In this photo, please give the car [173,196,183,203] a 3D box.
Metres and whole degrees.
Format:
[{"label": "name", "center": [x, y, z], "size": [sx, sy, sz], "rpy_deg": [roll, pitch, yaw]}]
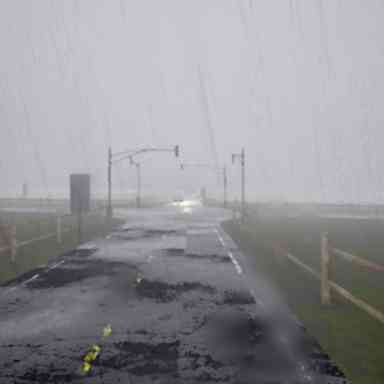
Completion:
[{"label": "car", "center": [-2.716, 1.505, 65.895], "size": [1.994, 1.385, 4.181], "rpy_deg": [0, 0, 0]}]
